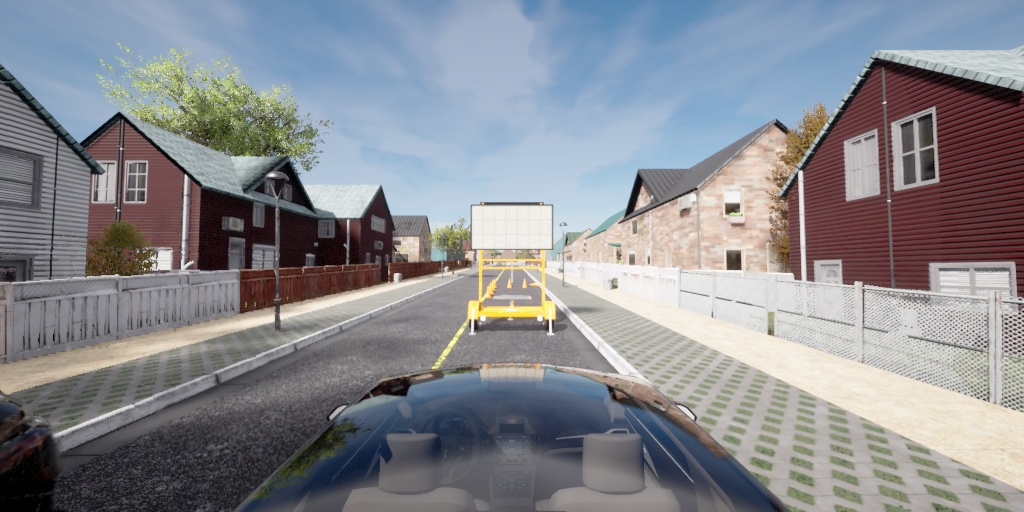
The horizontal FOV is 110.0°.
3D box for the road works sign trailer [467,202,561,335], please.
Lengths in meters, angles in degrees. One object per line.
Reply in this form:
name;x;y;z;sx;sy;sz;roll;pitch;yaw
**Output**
road works sign trailer;0.000;0.230;10.543;2.380;3.560;2.880;0;0;1
